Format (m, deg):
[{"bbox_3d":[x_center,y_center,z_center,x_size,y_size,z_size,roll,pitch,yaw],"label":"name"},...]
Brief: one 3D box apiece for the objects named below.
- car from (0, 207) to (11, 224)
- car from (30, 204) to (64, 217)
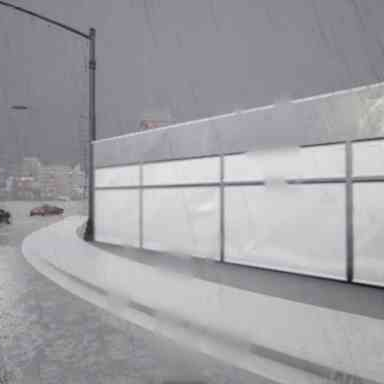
[{"bbox_3d":[-15.729,1.914,26.091,1.837,1.490,4.892,0,-1,-13],"label":"car"},{"bbox_3d":[-17.338,2.169,39.946,1.994,1.385,4.181,0,-1,16],"label":"car"}]
